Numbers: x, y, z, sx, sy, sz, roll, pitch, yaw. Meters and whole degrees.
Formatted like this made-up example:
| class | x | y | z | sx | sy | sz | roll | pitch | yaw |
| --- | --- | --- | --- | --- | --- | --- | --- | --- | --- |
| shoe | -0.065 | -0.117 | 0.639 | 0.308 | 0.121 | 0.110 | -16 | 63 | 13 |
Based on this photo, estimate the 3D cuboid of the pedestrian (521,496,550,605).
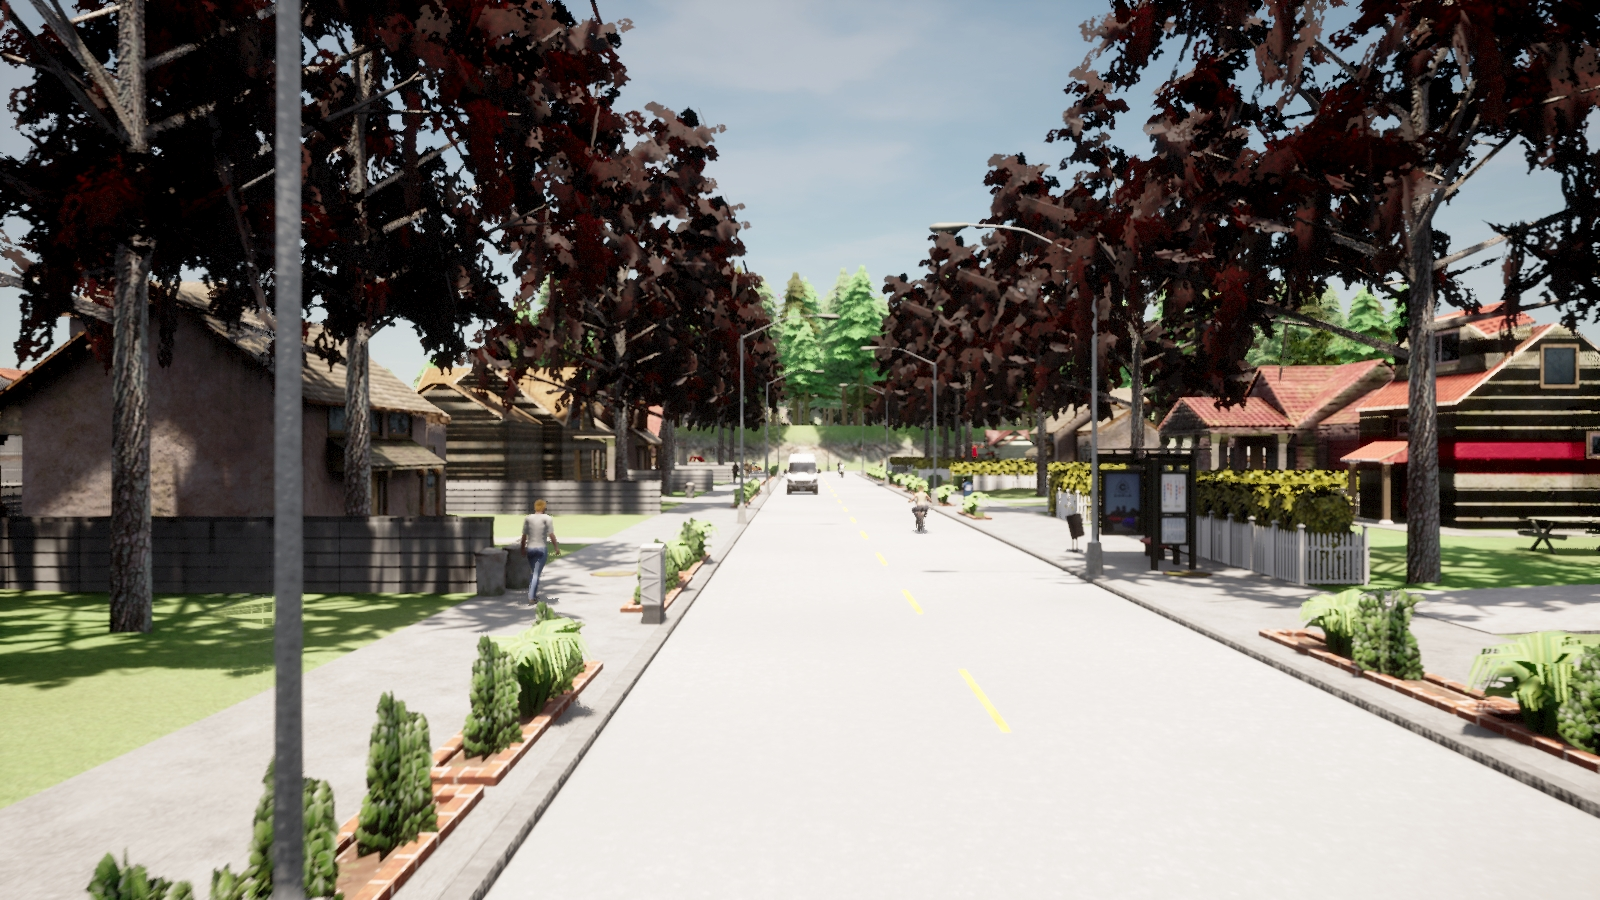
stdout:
| class | x | y | z | sx | sy | sz | roll | pitch | yaw |
| --- | --- | --- | --- | --- | --- | --- | --- | --- | --- |
| pedestrian | -4.622 | 1.743 | 19.988 | 0.375 | 1.860 | 0.375 | 0 | 0 | 11 |

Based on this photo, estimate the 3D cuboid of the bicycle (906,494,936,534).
| class | x | y | z | sx | sy | sz | roll | pitch | yaw |
| --- | --- | --- | --- | --- | --- | --- | --- | --- | --- |
| bicycle | 4.098 | 2.158 | 38.847 | 0.859 | 1.276 | 1.487 | 0 | 0 | 0 |

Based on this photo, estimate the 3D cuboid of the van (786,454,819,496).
| class | x | y | z | sx | sy | sz | roll | pitch | yaw |
| --- | --- | --- | --- | --- | --- | --- | --- | --- | --- |
| van | 0.156 | 1.536 | 72.638 | 1.988 | 2.561 | 5.915 | 0 | 0 | 0 |
